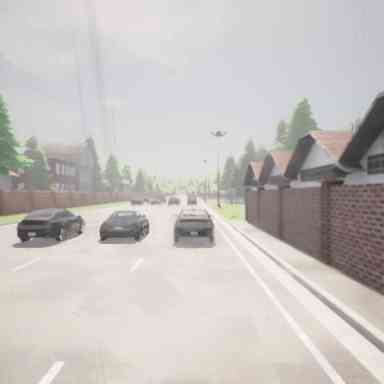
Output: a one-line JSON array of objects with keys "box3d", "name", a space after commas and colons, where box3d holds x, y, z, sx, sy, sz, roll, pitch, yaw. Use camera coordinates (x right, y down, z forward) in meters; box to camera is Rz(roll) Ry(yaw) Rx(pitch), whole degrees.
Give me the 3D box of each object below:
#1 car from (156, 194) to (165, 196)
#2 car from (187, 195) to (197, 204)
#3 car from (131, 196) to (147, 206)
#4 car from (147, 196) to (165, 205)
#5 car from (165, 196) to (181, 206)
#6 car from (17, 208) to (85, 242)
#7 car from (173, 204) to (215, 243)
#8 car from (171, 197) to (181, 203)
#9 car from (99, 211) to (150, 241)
[{"box3d": [-7.011, 1.524, 75.159, 2.150, 2.045, 5.566, 0, 0, 0], "name": "car"}, {"box3d": [-0.010, 1.808, 64.679, 1.882, 1.535, 5.008, 0, 0, 0], "name": "car"}, {"box3d": [-10.509, 1.804, 63.877, 1.882, 1.535, 5.008, 0, 0, 0], "name": "car"}, {"box3d": [-7.010, 1.933, 65.060, 1.895, 1.301, 4.718, 0, 0, 0], "name": "car"}, {"box3d": [-3.509, 1.680, 64.266, 2.097, 1.767, 4.553, 0, 0, 0], "name": "car"}, {"box3d": [-6.905, 1.591, 16.779, 1.837, 1.490, 4.892, 0, 0, 0], "name": "car"}, {"box3d": [0.095, 1.577, 16.719, 2.128, 1.511, 4.902, 0, 0, 0], "name": "car"}, {"box3d": [-3.511, 1.768, 74.298, 2.033, 1.411, 5.357, 0, 0, 0], "name": "car"}, {"box3d": [-3.405, 1.653, 17.395, 1.994, 1.385, 4.181, 0, 0, 0], "name": "car"}]
